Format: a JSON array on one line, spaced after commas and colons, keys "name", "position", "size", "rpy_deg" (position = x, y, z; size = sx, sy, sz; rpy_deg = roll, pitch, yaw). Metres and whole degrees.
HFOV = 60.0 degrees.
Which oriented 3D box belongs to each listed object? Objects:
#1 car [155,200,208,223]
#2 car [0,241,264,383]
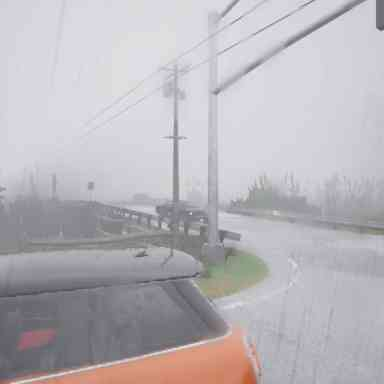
[{"name": "car", "position": [-0.576, 1.245, 21.583], "size": [1.895, 1.301, 4.718], "rpy_deg": [0, 3, -32]}, {"name": "car", "position": [-1.729, 1.328, 2.479], "size": [4.553, 1.767, 2.097], "rpy_deg": [0, 1, -22]}]
